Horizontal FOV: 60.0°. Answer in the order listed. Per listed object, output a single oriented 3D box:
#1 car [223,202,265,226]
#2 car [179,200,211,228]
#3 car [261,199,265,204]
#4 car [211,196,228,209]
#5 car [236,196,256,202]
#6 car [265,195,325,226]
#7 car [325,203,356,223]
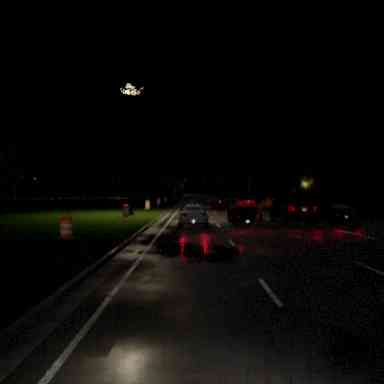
[{"bbox_3d":[3.595,1.598,23.644,1.895,1.301,4.718,0,0,0],"label":"car"},{"bbox_3d":[0.094,1.523,22.144,1.812,1.442,4.674,0,0,0],"label":"car"},{"bbox_3d":[10.591,1.472,45.049,1.882,1.535,5.008,0,0,0],"label":"car"},{"bbox_3d":[3.590,1.345,44.439,2.097,1.767,4.553,0,0,0],"label":"car"},{"bbox_3d":[7.090,1.347,43.881,2.097,1.767,4.553,0,0,0],"label":"car"},{"bbox_3d":[7.095,1.220,23.639,2.150,2.045,5.566,0,0,0],"label":"car"},{"bbox_3d":[10.595,1.523,25.113,1.812,1.442,4.674,0,0,0],"label":"car"}]
